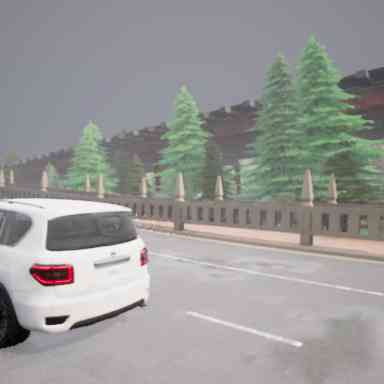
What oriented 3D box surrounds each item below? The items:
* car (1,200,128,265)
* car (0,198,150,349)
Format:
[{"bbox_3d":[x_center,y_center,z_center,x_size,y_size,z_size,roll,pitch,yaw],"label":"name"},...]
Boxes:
[{"bbox_3d":[-4.680,1.238,11.815,4.892,1.490,1.837,4,2,37],"label":"car"},{"bbox_3d":[-3.269,1.122,6.380,5.566,2.045,2.150,3,2,37],"label":"car"}]
